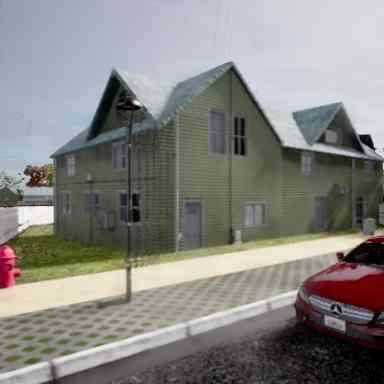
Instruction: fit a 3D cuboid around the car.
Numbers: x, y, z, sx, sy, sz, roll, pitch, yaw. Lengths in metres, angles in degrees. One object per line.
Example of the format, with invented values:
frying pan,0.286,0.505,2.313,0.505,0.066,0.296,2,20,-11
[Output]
car,3.804,1.535,5.954,4.674,1.442,1.812,0,0,-37
